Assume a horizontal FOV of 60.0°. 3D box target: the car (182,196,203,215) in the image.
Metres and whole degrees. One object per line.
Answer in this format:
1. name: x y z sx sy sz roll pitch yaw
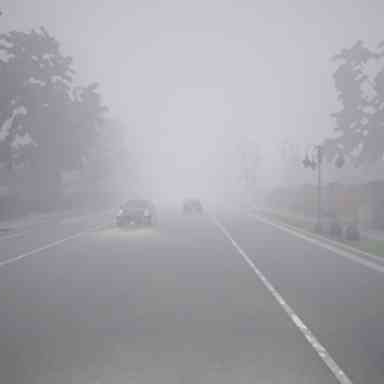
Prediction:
1. car: 0.050 1.348 32.580 2.128 1.511 4.902 0 0 0

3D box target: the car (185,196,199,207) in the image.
1. car: -0.020 1.299 46.421 1.812 1.442 4.674 0 0 0

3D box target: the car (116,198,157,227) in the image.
1. car: -3.545 1.254 21.994 2.097 1.767 4.553 0 0 0
